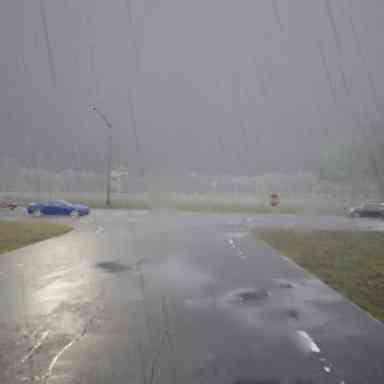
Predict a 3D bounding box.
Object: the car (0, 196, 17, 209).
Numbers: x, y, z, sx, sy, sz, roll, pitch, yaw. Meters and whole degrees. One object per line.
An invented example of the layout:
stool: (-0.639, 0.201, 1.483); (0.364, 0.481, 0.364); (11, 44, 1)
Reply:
car: (-20.914, 1.075, 35.301); (4.181, 1.385, 1.994); (2, 1, 0)

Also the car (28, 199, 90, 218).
car: (-11.258, 1.359, 28.280); (5.008, 1.535, 1.882); (1, 1, 0)

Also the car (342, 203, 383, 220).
car: (18.375, 1.926, 35.139); (4.553, 1.767, 2.097); (2, 1, 0)
